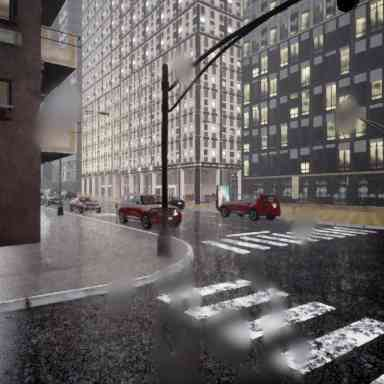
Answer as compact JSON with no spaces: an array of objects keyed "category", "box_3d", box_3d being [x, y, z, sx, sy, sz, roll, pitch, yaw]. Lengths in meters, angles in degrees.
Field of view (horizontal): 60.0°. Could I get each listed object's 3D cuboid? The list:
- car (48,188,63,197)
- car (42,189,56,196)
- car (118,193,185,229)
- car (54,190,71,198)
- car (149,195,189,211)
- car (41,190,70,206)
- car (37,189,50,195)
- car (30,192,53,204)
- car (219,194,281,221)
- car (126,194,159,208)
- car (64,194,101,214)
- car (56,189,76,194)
[{"category":"car","box_3d":[-28.471,0.099,69.132,1.967,1.590,4.097,1,0,-36]},{"category":"car","box_3d":[-31.735,0.096,73.620,1.887,1.381,4.507,1,0,-36]},{"category":"car","box_3d":[-2.600,1.008,19.283,2.192,1.841,5.009,2,0,-36]},{"category":"car","box_3d":[-25.213,0.309,64.646,1.887,1.381,4.507,1,0,-36]},{"category":"car","box_3d":[-2.386,1.070,33.234,1.947,1.339,4.313,1,0,-36]},{"category":"car","box_3d":[-15.648,0.827,37.229,2.008,1.369,4.403,2,0,-36]},{"category":"car","box_3d":[-34.996,-0.011,78.108,1.887,1.381,4.507,1,0,-36]},{"category":"car","box_3d":[-18.909,0.752,41.715,1.802,1.307,4.206,2,0,-36]},{"category":"car","box_3d":[4.142,1.027,24.259,2.192,1.841,5.009,1,0,-36]},{"category":"car","box_3d":[-5.648,0.965,37.721,1.947,1.339,4.313,1,0,-36]},{"category":"car","box_3d":[-9.128,1.067,28.257,1.802,1.307,4.206,2,0,-36]},{"category":"car","box_3d":[-19.568,0.516,52.447,1.837,1.490,4.892,0,1,-36]}]
